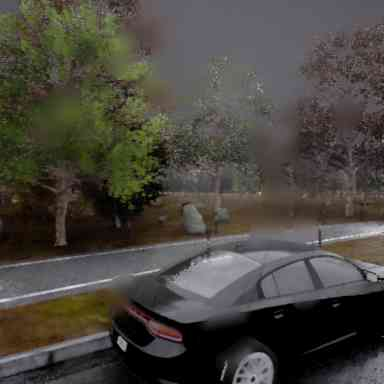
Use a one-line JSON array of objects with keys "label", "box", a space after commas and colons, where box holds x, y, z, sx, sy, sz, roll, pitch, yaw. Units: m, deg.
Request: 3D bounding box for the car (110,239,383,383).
[{"label": "car", "box": [1.355, 1.458, 4.898, 5.008, 1.535, 2.097, -1, 1, -31]}]
